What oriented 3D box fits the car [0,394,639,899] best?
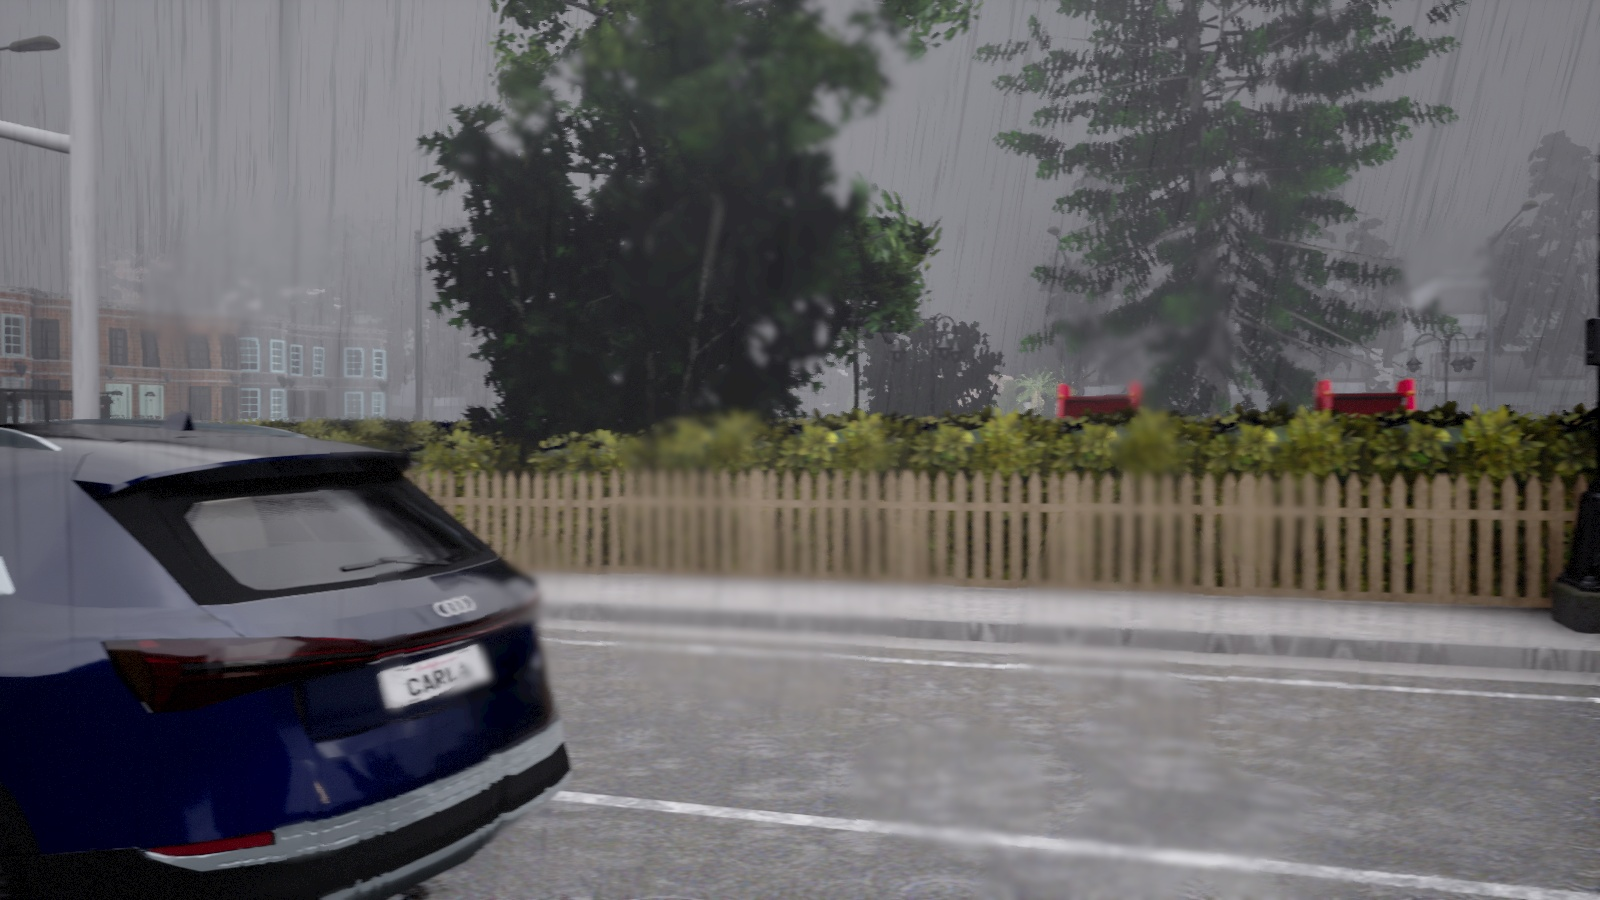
[{"bbox_3d":[-3.199,0.676,4.270,4.856,1.649,2.033,1,1,19],"label":"car"}]
